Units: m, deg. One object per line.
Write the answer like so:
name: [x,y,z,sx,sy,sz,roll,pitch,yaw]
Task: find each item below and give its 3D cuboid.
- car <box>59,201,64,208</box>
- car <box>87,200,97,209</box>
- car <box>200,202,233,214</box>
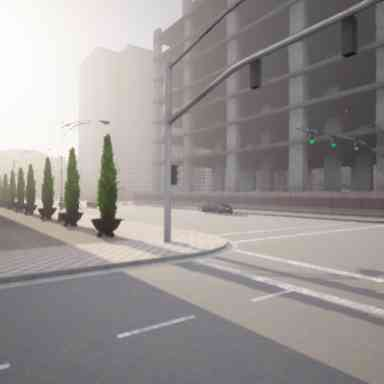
car: [-18.005,1.695,48.776,2.033,1.411,5.357,0,0,-35]
car: [-13.899,1.768,49.007,1.895,1.301,4.718,0,0,-35]
car: [2.708,1.766,37.853,1.994,1.385,4.181,0,0,-35]
